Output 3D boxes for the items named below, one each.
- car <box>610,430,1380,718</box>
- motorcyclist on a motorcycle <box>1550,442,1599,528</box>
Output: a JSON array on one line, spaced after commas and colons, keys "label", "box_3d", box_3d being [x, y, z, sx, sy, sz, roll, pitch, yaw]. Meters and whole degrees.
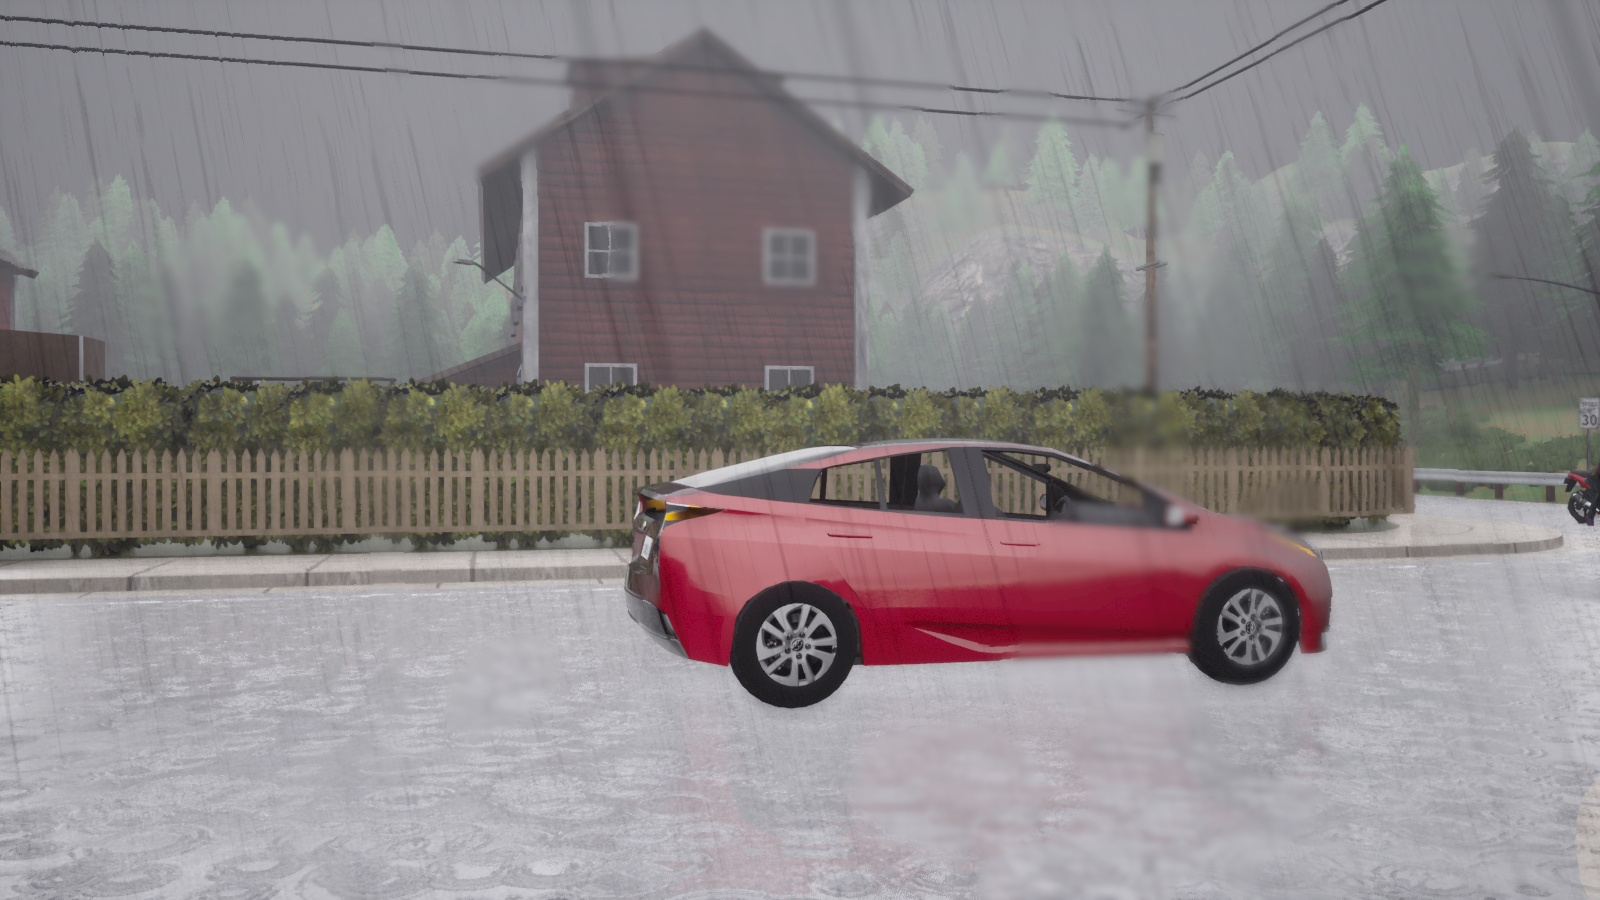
[{"label": "car", "box_3d": [1.131, 0.648, 8.161, 4.514, 1.525, 2.007, 0, 0, -14]}, {"label": "motorcyclist on a motorcycle", "box_3d": [14.482, 0.614, 22.301, 0.797, 1.523, 2.044, 0, 0, -13]}]
